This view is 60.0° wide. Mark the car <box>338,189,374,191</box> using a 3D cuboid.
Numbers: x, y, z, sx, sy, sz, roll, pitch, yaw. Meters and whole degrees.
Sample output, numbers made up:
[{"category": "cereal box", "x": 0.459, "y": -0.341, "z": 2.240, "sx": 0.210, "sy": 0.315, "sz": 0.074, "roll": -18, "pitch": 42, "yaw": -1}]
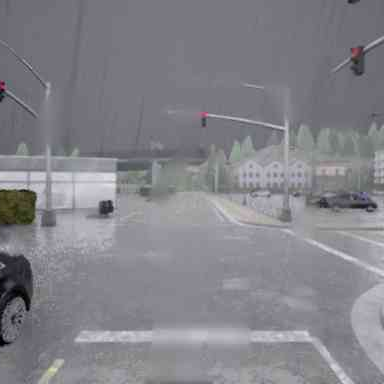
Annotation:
[{"category": "car", "x": 21.179, "y": 0.662, "z": 43.572, "sx": 3.633, "sy": 1.501, "sz": 1.845, "roll": 0, "pitch": 1, "yaw": 0}]

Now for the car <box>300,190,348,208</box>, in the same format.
[{"category": "car", "x": 13.398, "y": 0.850, "z": 31.798, "sx": 5.027, "sy": 1.636, "sz": 2.152, "roll": 0, "pitch": 1, "yaw": 0}]

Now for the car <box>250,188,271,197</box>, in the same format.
[{"category": "car", "x": 14.298, "y": 0.034, "z": 69.365, "sx": 3.866, "sy": 1.878, "sz": 1.905, "roll": 0, "pitch": 1, "yaw": 0}]

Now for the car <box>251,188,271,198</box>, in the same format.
[{"category": "car", "x": 13.656, "y": 0.367, "z": 66.051, "sx": 3.806, "sy": 1.475, "sz": 1.970, "roll": 0, "pitch": 1, "yaw": 0}]

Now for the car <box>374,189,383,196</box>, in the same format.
[{"category": "car", "x": 39.225, "y": 0.190, "z": 69.134, "sx": 3.806, "sy": 1.475, "sz": 1.970, "roll": 0, "pitch": 1, "yaw": 0}]

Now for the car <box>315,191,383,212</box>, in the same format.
[{"category": "car", "x": 13.422, "y": 0.907, "z": 28.661, "sx": 4.514, "sy": 1.523, "sz": 2.007, "roll": 0, "pitch": 1, "yaw": 0}]

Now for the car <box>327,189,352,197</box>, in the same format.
[{"category": "car", "x": 32.209, "y": 0.201, "z": 72.861, "sx": 4.514, "sy": 1.523, "sz": 2.007, "roll": 0, "pitch": 1, "yaw": 0}]

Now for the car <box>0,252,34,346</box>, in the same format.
[{"category": "car", "x": -3.469, "y": 1.439, "z": 3.386, "sx": 2.128, "sy": 1.511, "sz": 4.902, "roll": 0, "pitch": 1, "yaw": 1}]

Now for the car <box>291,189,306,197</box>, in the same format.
[{"category": "car", "x": 22.136, "y": 0.104, "z": 66.008, "sx": 4.605, "sy": 1.855, "sz": 1.932, "roll": 0, "pitch": 1, "yaw": 0}]
